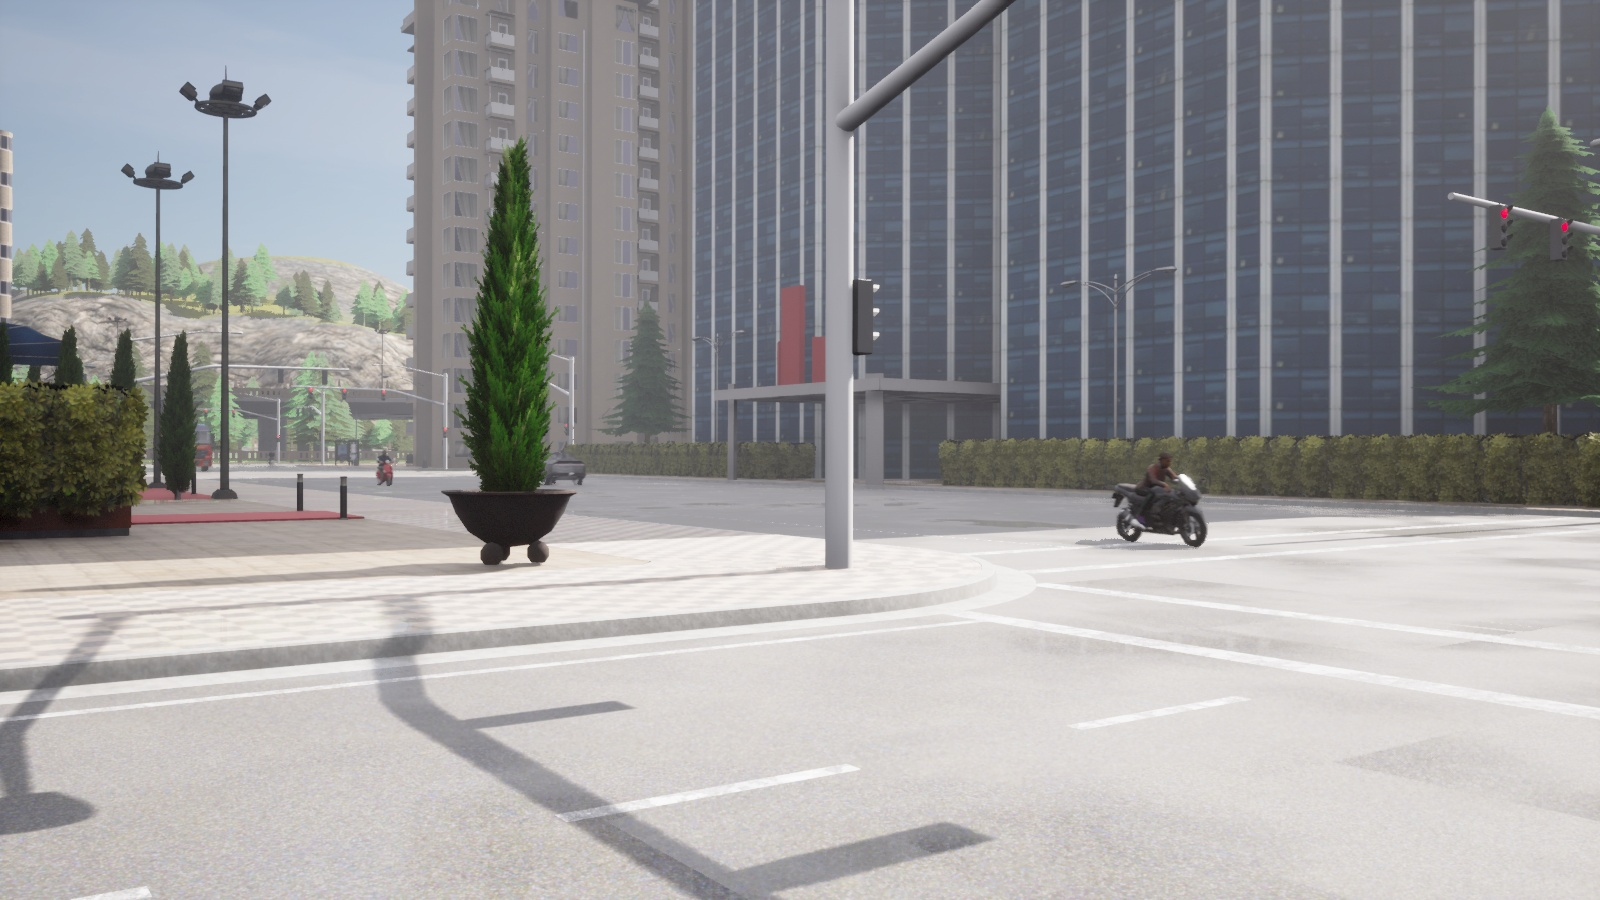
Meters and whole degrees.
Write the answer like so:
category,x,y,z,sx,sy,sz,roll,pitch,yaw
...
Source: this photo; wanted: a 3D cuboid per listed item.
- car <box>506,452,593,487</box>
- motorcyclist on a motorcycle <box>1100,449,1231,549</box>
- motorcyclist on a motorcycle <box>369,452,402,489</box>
category,x,y,z,sx,sy,sz,roll,pitch,yaw
car,-11.540,0.866,57.627,2.128,1.511,4.902,0,0,-35
motorcyclist on a motorcycle,5.925,0.764,20.489,0.797,1.523,2.044,-2,1,-29
motorcyclist on a motorcycle,-18.107,0.871,54.791,0.866,1.590,1.817,0,0,-35
